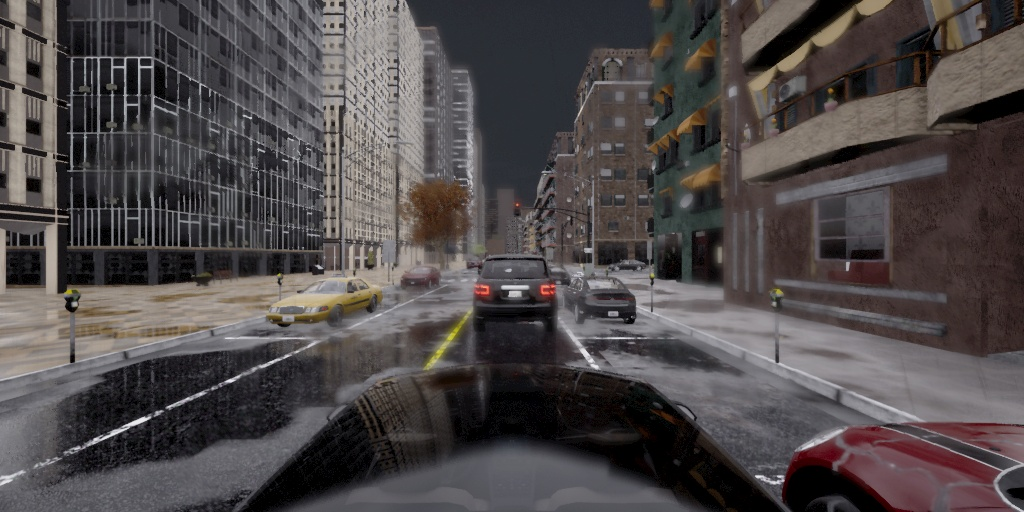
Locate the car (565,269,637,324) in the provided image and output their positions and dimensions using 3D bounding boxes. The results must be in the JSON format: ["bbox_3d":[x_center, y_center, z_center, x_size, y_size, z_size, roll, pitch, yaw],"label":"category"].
[{"bbox_3d":[2.690,1.301,11.703,2.007,1.370,4.403,0,0,0],"label":"car"}]

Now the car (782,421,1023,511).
[{"bbox_3d":[2.687,1.190,0.638,1.967,1.591,4.097,0,0,0],"label":"car"}]

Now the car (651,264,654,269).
[{"bbox_3d":[18.838,1.006,42.237,4.829,1.417,1.751,0,0,-1],"label":"car"}]

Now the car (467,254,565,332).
[{"bbox_3d":[0.091,0.972,10.980,2.150,2.045,5.566,0,0,0],"label":"car"}]

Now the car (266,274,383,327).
[{"bbox_3d":[-5.690,1.276,11.536,1.751,1.417,4.829,0,0,0],"label":"car"}]

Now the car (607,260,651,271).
[{"bbox_3d":[13.441,1.109,42.183,4.403,1.370,2.007,0,0,-1],"label":"car"}]

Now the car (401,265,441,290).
[{"bbox_3d":[-5.688,1.300,22.771,1.888,1.381,4.507,0,0,0],"label":"car"}]
